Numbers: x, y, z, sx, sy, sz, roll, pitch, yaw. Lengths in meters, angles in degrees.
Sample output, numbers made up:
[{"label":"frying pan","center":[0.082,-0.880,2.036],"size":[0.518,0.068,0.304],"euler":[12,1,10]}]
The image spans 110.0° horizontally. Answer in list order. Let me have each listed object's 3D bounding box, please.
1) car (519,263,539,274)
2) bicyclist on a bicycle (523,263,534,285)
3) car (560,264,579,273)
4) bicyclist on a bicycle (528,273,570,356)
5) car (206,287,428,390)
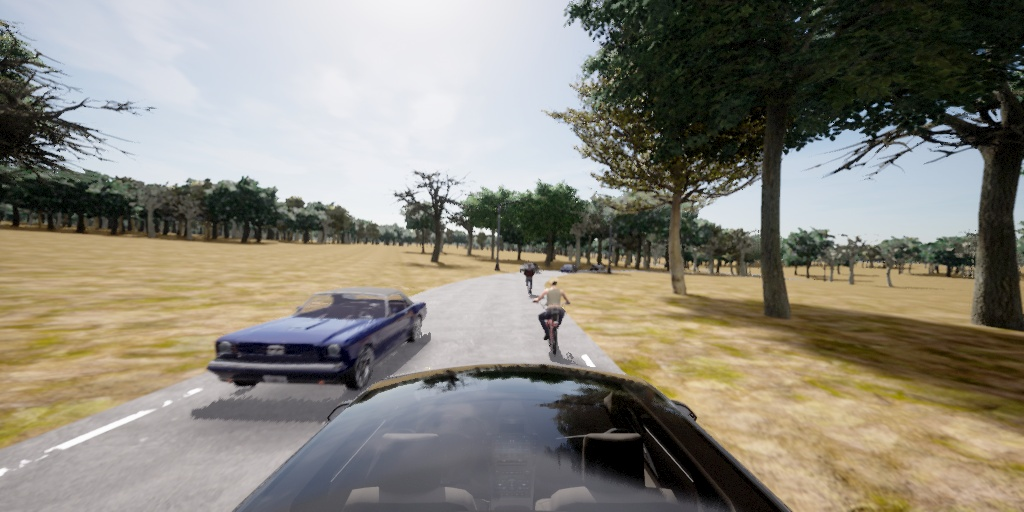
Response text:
[{"label":"car","center":[2.422,1.699,50.078],"size":[1.837,1.490,4.892],"euler":[2,-1,20]},{"label":"bicyclist on a bicycle","center":[0.931,1.279,19.566],"size":[0.659,1.776,1.843],"euler":[1,0,1]},{"label":"car","center":[9.570,2.066,59.139],"size":[2.033,1.411,5.357],"euler":[2,0,26]},{"label":"bicyclist on a bicycle","center":[0.870,1.242,7.775],"size":[0.866,1.612,1.509],"euler":[2,-3,0]},{"label":"car","center":[-3.074,1.317,6.879],"size":[1.895,1.301,4.718],"euler":[1,0,0]}]
